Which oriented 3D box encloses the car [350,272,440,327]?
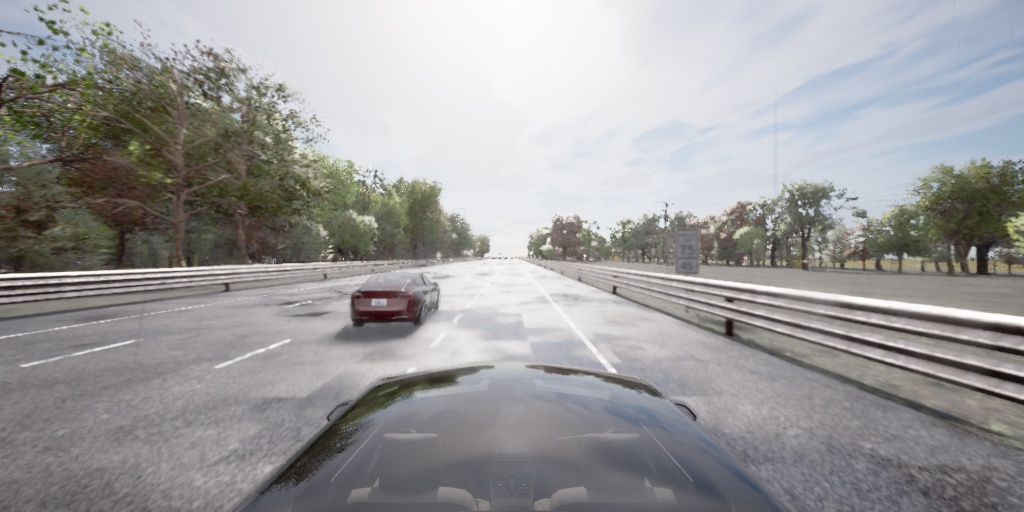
[{"bbox_3d":[-3.561,1.249,11.626,2.163,1.488,4.792,0,0,-3],"label":"car"}]
